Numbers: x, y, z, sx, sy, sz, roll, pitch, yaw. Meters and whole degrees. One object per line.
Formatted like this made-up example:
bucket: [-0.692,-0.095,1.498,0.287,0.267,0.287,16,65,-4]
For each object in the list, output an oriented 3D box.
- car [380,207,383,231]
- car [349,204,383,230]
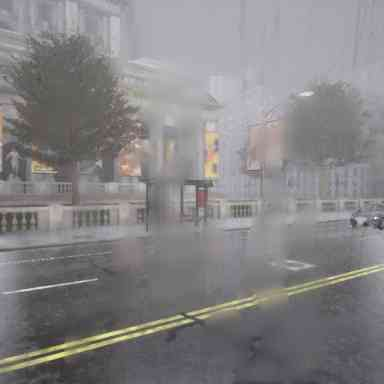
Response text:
car: [11.832,1.547,16.488,5.357,1.411,2.033,0,0,-35]
car: [11.760,1.491,20.703,4.902,1.511,2.128,0,0,-35]
